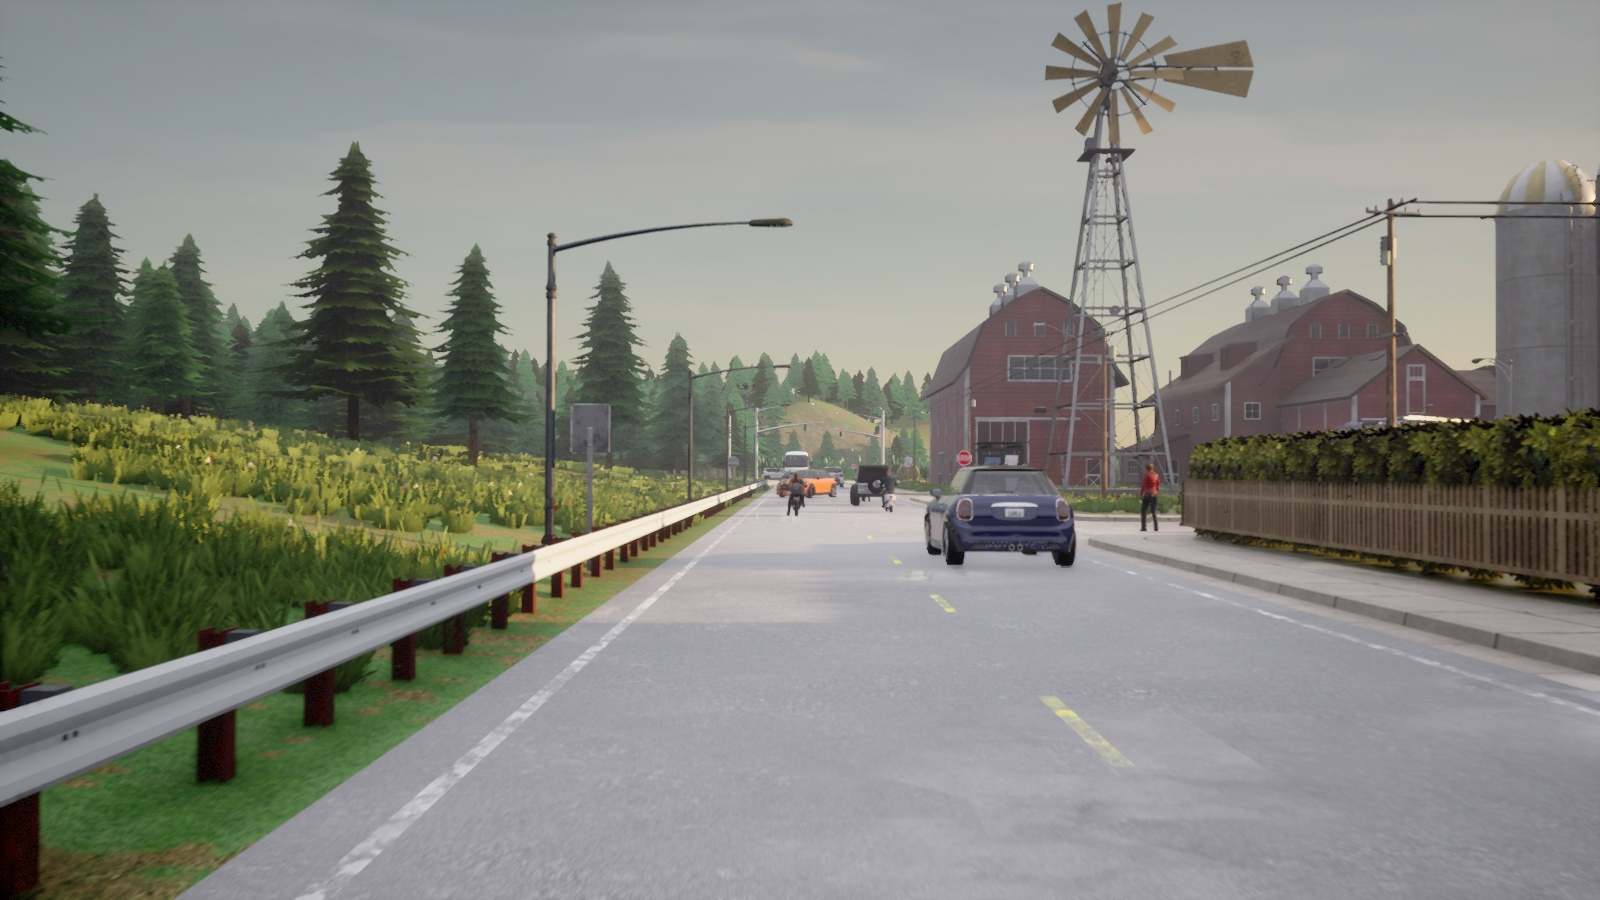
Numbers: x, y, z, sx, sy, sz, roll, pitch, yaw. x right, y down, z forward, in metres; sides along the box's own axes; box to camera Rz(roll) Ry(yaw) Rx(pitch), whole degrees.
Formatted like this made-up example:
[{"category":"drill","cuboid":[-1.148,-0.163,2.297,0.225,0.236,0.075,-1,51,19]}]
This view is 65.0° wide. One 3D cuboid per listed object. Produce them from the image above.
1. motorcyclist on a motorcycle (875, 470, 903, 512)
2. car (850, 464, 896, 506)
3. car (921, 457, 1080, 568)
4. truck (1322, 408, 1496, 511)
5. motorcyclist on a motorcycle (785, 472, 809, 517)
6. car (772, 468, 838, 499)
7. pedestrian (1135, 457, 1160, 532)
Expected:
[{"category":"motorcyclist on a motorcycle","cuboid":[3.445,1.586,48.731,0.866,1.590,1.817,0,-1,-2]},{"category":"car","cuboid":[3.357,1.593,58.394,1.905,1.878,3.866,0,-1,0]},{"category":"car","cuboid":[3.445,1.042,22.447,2.097,1.767,4.553,0,-1,0]},{"category":"truck","cuboid":[24.434,0.408,50.193,8.468,3.827,2.891,1,-1,-39]},{"category":"motorcyclist on a motorcycle","cuboid":[-0.107,1.548,44.025,0.797,1.523,2.044,0,-1,0]},{"category":"car","cuboid":[0.352,1.930,73.756,2.097,1.767,4.553,-1,-1,26]},{"category":"pedestrian","cuboid":[8.675,1.104,31.359,0.331,1.846,0.636,0,-1,-11]}]
